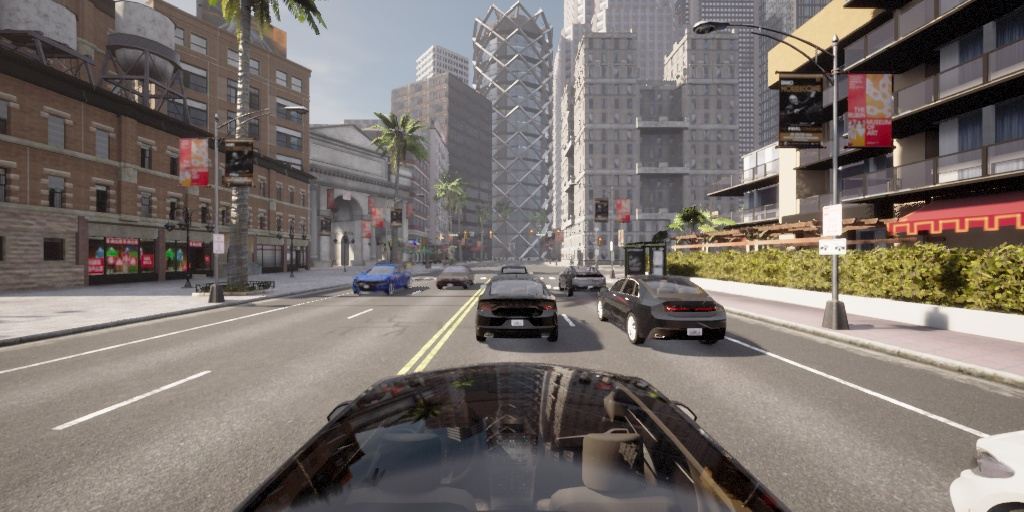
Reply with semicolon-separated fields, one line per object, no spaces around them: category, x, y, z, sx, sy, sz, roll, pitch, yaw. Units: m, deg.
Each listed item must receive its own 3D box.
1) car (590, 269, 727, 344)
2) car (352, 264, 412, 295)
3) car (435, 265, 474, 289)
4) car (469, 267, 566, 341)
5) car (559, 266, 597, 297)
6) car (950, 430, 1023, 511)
car;3.609;1.255;9.523;1.837;1.490;4.892;0;0;0
car;-7.047;1.227;19.888;1.882;1.535;5.008;0;0;1
car;-3.513;1.298;23.081;2.033;1.411;5.357;0;0;0
car;0.109;1.228;9.878;1.882;1.535;5.008;0;0;0
car;3.602;1.241;18.929;2.128;1.511;4.902;0;0;0
car;3.662;1.276;0.218;1.812;1.442;4.674;0;0;-1
